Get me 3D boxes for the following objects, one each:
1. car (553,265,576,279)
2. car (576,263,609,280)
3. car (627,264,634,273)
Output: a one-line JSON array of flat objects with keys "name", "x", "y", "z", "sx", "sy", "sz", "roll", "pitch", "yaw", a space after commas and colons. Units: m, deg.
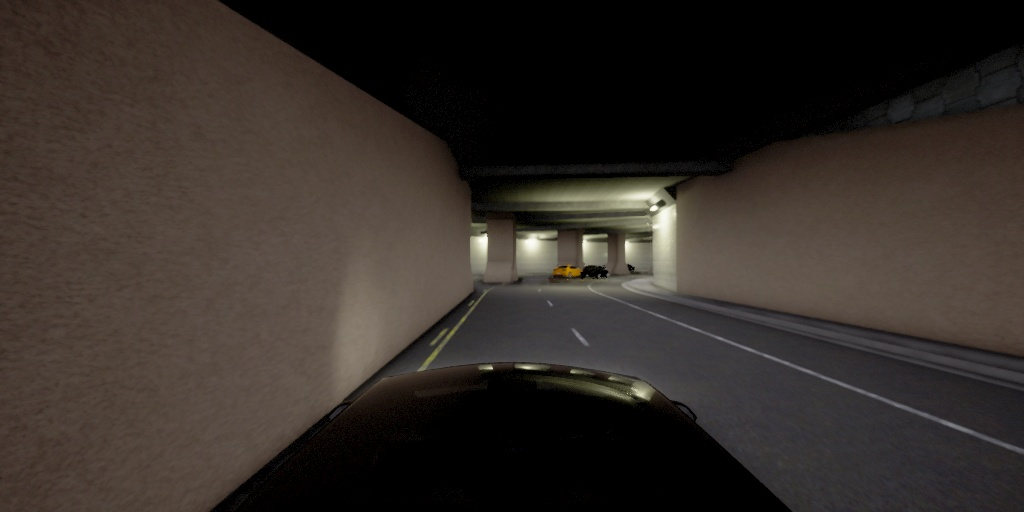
[{"name": "car", "x": 6.453, "y": 1.744, "z": 41.094, "sx": 1.882, "sy": 1.535, "sz": 5.008, "roll": -1, "pitch": -1, "yaw": 34}, {"name": "car", "x": 8.995, "y": 1.741, "z": 38.662, "sx": 1.837, "sy": 1.490, "sz": 4.892, "roll": -1, "pitch": -1, "yaw": 33}, {"name": "car", "x": 17.961, "y": 2.007, "z": 59.278, "sx": 4.892, "sy": 1.490, "sz": 1.837, "roll": 0, "pitch": -1, "yaw": -26}]
